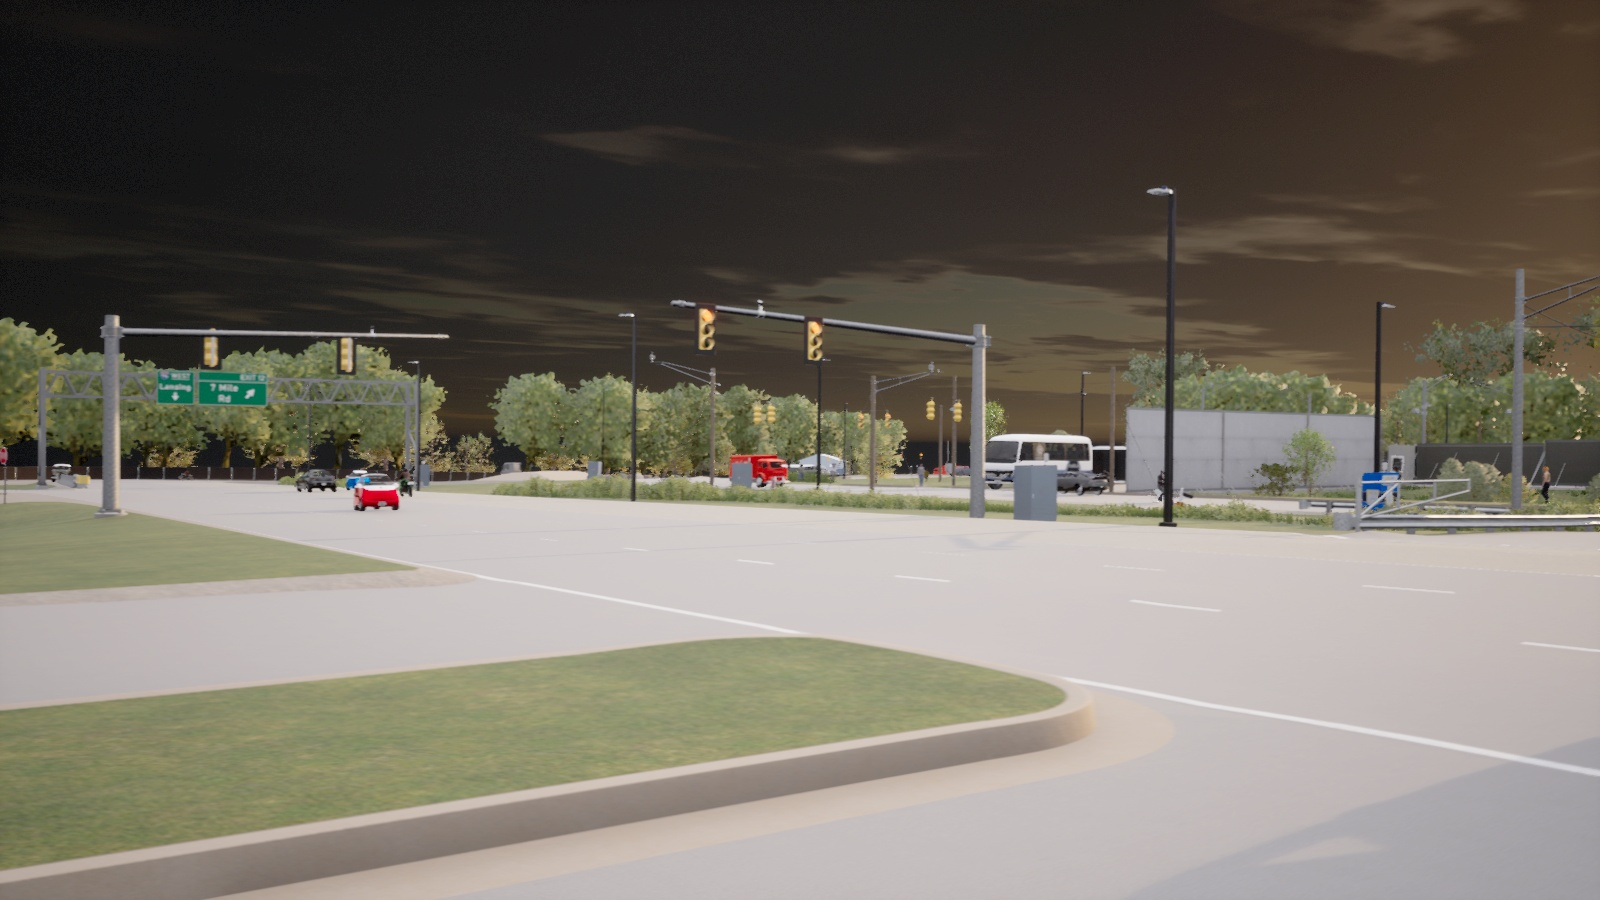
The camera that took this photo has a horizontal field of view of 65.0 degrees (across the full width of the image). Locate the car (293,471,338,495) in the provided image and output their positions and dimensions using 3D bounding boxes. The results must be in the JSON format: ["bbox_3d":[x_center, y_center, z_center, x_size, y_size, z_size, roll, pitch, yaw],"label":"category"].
[{"bbox_3d":[-31.508,2.128,81.653,1.816,1.474,4.193,0,-1,-35],"label":"car"}]

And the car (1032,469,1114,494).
[{"bbox_3d":[17.018,1.942,78.543,2.128,1.511,4.902,0,0,-34],"label":"car"}]

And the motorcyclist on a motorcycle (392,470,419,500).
[{"bbox_3d":[-20.769,1.820,66.039,0.797,1.523,2.044,0,-1,-35],"label":"motorcyclist on a motorcycle"}]

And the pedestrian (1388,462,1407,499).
[{"bbox_3d":[31.927,1.617,67.136,0.423,1.949,0.788,0,1,-32],"label":"pedestrian"}]

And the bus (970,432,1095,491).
[{"bbox_3d":[17.921,0.860,96.193,10.273,4.253,3.944,1,0,-42],"label":"bus"}]

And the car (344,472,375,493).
[{"bbox_3d":[-30.148,2.205,85.853,1.481,1.376,2.207,0,0,-35],"label":"car"}]

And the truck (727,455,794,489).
[{"bbox_3d":[-3.046,1.616,95.522,2.627,2.467,5.204,0,0,-35],"label":"truck"}]

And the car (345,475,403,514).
[{"bbox_3d":[-15.771,1.623,46.420,1.481,1.376,2.207,0,-1,-35],"label":"car"}]

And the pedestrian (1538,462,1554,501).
[{"bbox_3d":[36.197,1.524,60.931,0.345,1.836,0.594,0,1,-34],"label":"pedestrian"}]
